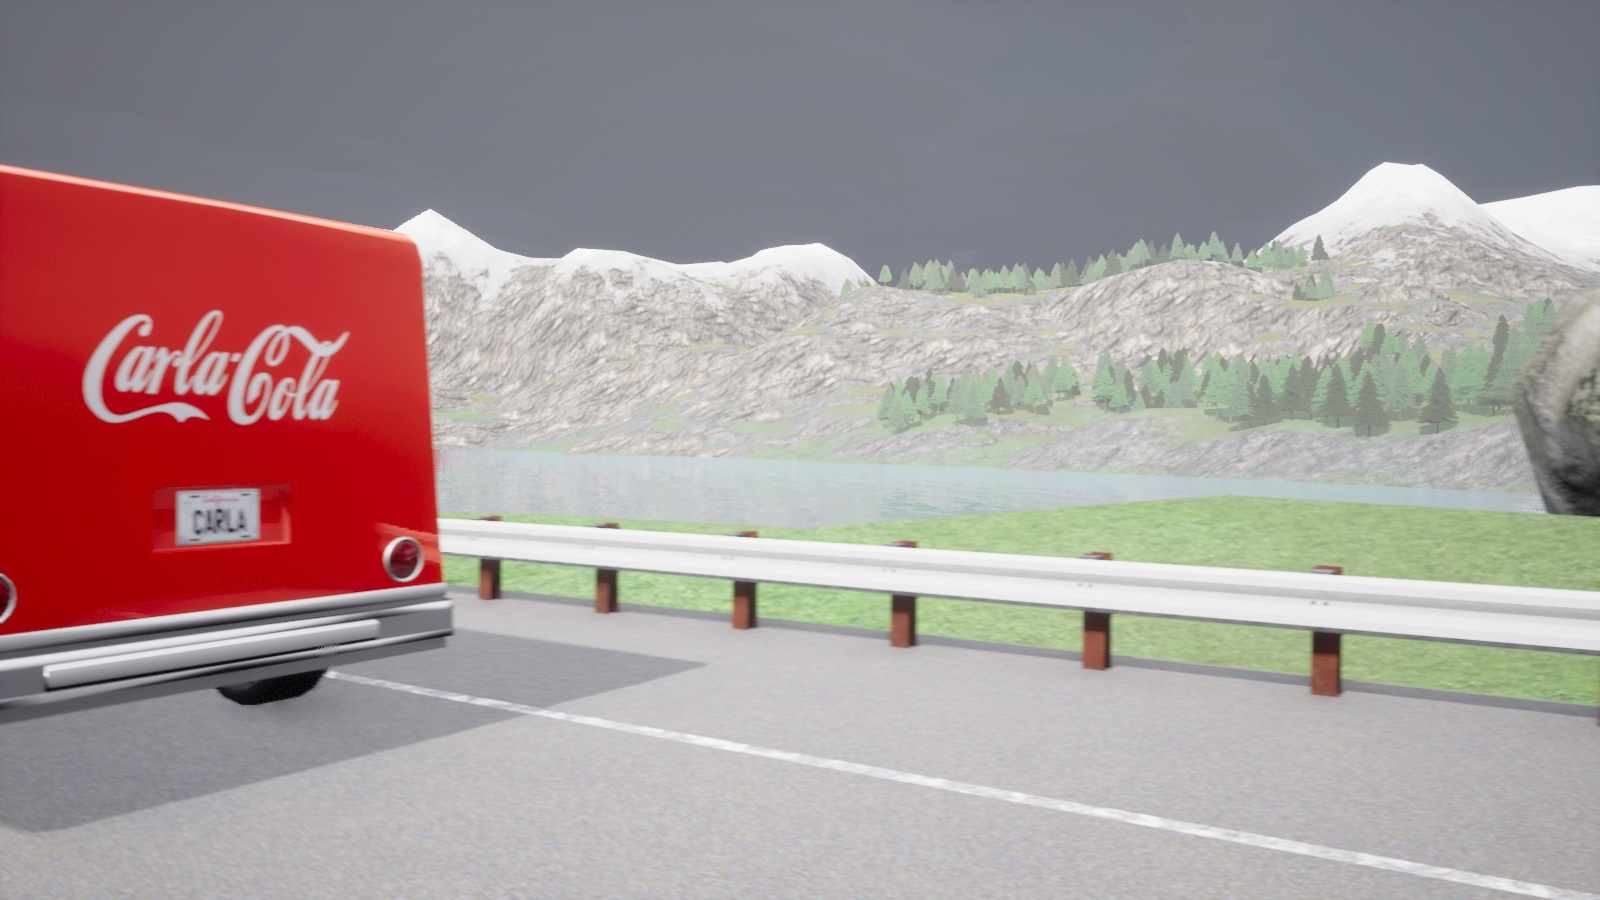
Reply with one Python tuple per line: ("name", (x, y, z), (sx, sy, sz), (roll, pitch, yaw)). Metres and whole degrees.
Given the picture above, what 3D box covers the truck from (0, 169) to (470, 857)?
("truck", (-4.566, 0.214, 6.649), (5.204, 2.467, 2.627), (0, 1, 34))
